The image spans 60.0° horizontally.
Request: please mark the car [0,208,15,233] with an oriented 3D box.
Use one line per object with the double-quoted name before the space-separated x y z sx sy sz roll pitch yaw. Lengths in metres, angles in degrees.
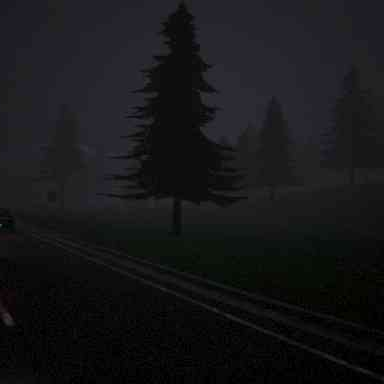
"car" -12.857 1.801 21.652 2.128 1.511 4.902 2 -2 -37
